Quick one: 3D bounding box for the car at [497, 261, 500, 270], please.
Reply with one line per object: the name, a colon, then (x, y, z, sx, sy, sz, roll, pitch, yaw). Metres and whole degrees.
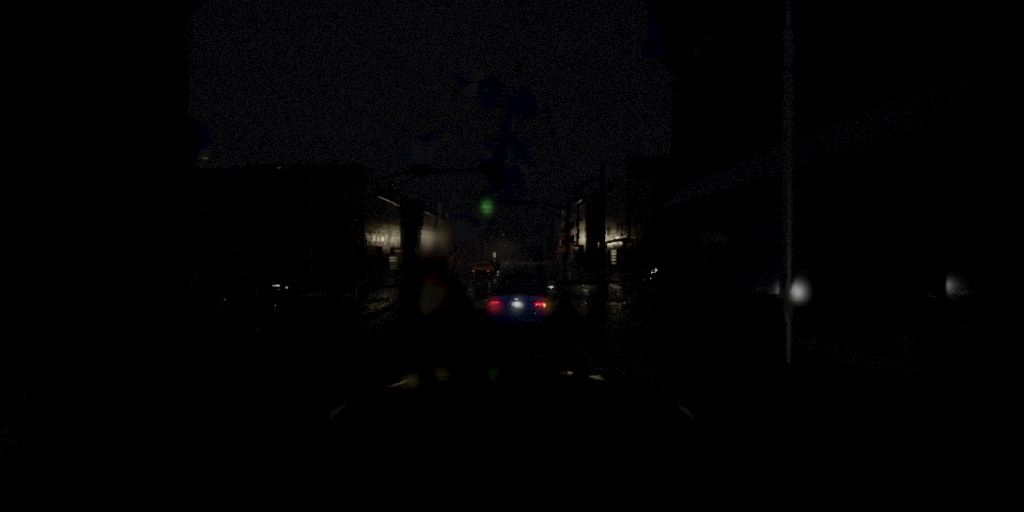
car: (-2.833, 1.327, 44.780, 1.837, 1.490, 4.892, 0, 0, 0)

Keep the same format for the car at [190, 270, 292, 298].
car: (-14.791, 1.495, 19.632, 4.892, 1.490, 1.837, 0, 0, -2)

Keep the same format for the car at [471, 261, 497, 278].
car: (-2.836, 1.301, 35.234, 1.882, 1.535, 5.008, 0, 0, 0)

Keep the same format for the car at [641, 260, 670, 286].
car: (10.582, 0.870, 22.685, 4.553, 1.767, 2.097, -2, 0, 1)

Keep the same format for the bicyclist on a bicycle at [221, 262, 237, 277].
bicyclist on a bicycle: (-20.140, 1.264, 25.506, 0.582, 1.620, 1.656, 0, 1, 0)

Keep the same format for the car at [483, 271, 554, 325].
car: (0.396, 1.342, 11.999, 2.033, 1.411, 5.357, 0, 0, 5)
